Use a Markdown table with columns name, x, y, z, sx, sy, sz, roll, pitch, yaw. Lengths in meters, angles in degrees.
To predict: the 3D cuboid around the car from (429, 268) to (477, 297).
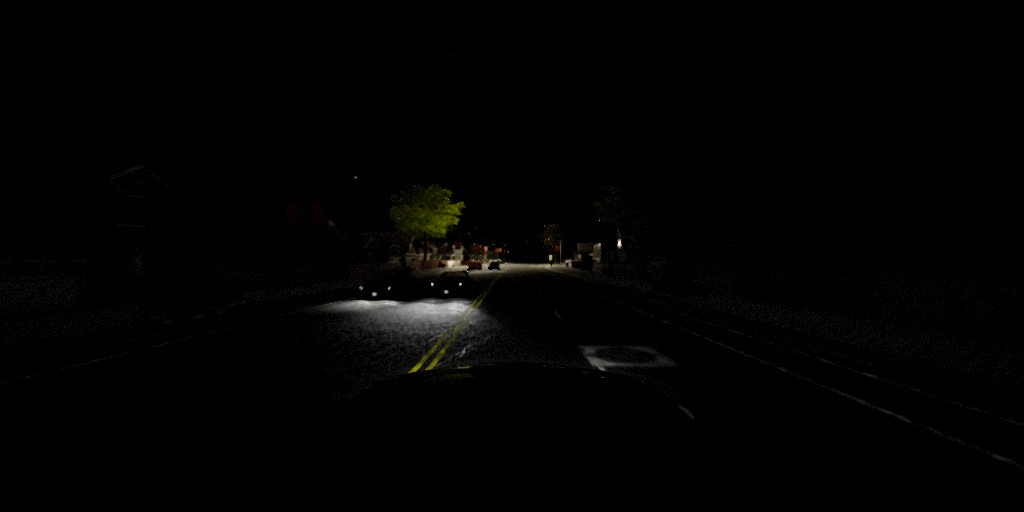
| name | x | y | z | sx | sy | sz | roll | pitch | yaw |
| --- | --- | --- | --- | --- | --- | --- | --- | --- | --- |
| car | -3.317 | 1.526 | 20.313 | 1.895 | 1.301 | 4.718 | 0 | -1 | 0 |

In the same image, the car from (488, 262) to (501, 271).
| name | x | y | z | sx | sy | sz | roll | pitch | yaw |
| --- | --- | --- | --- | --- | --- | --- | --- | --- | --- |
| car | -3.021 | 1.784 | 61.739 | 1.812 | 1.442 | 4.674 | 0 | 0 | 2 |

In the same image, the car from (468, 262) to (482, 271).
| name | x | y | z | sx | sy | sz | roll | pitch | yaw |
| --- | --- | --- | --- | --- | --- | --- | --- | --- | --- |
| car | -6.276 | 1.732 | 61.446 | 1.882 | 1.535 | 5.008 | 0 | 0 | 2 |

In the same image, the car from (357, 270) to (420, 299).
| name | x | y | z | sx | sy | sz | roll | pitch | yaw |
| --- | --- | --- | --- | --- | --- | --- | --- | --- | --- |
| car | -6.569 | 1.465 | 19.773 | 2.033 | 1.411 | 5.357 | 0 | -1 | 0 |
